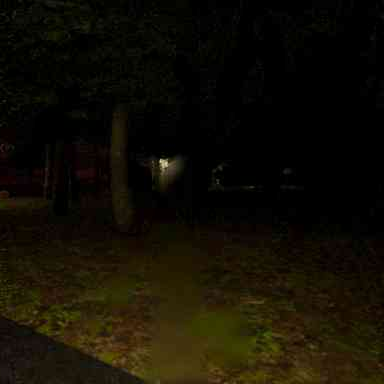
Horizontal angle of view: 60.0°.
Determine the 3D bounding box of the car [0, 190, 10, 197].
[{"bbox_3d":[-36.201,0.252,61.059,1.882,1.535,5.008,-2,0,34],"label":"car"}]
